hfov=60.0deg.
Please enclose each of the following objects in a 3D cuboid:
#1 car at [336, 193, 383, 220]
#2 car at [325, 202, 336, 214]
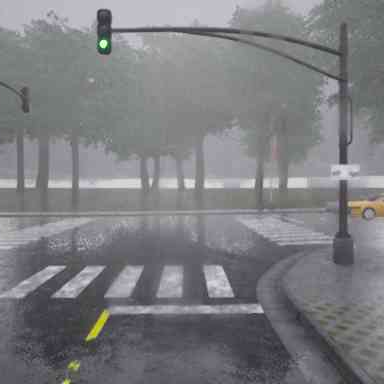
[{"bbox_3d":[11.643,0.804,19.834,5.008,1.535,1.882,-1,0,-1],"label":"car"},{"bbox_3d":[11.840,0.913,23.088,4.718,1.301,1.895,-1,0,-1],"label":"car"}]
